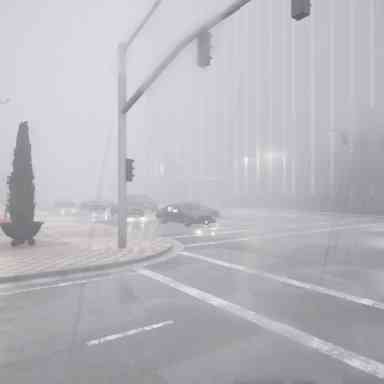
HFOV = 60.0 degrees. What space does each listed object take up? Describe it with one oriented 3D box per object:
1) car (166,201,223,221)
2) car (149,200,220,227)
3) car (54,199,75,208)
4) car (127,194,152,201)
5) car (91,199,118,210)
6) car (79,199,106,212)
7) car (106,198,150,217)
[{"bbox_3d":[0.068,1.547,28.362,2.033,1.411,5.357,0,0,-36],"label":"car"},{"bbox_3d":[-0.635,1.547,23.361,2.033,1.411,5.357,0,0,-36],"label":"car"},{"bbox_3d":[-18.363,1.601,47.991,1.895,1.301,4.718,0,0,-35],"label":"car"},{"bbox_3d":[-5.922,1.223,36.656,2.150,2.045,5.566,0,0,-36],"label":"car"},{"bbox_3d":[-11.834,1.601,44.871,1.895,1.301,4.718,0,0,-36],"label":"car"},{"bbox_3d":[-11.418,1.601,38.295,1.895,1.301,4.718,0,0,-36],"label":"car"},{"bbox_3d":[-6.038,1.564,30.844,1.994,1.385,4.181,0,0,-35],"label":"car"}]
